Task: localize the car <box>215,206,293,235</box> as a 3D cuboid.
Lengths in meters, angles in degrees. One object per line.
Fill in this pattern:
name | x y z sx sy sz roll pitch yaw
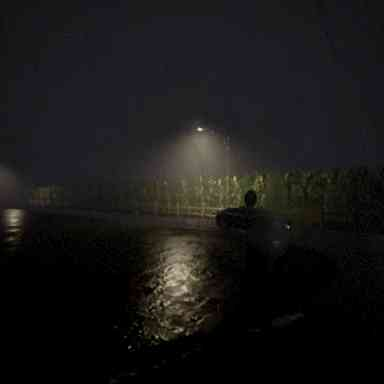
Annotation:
car | 3.448 1.574 19.172 1.837 1.490 4.892 1 -1 -40
